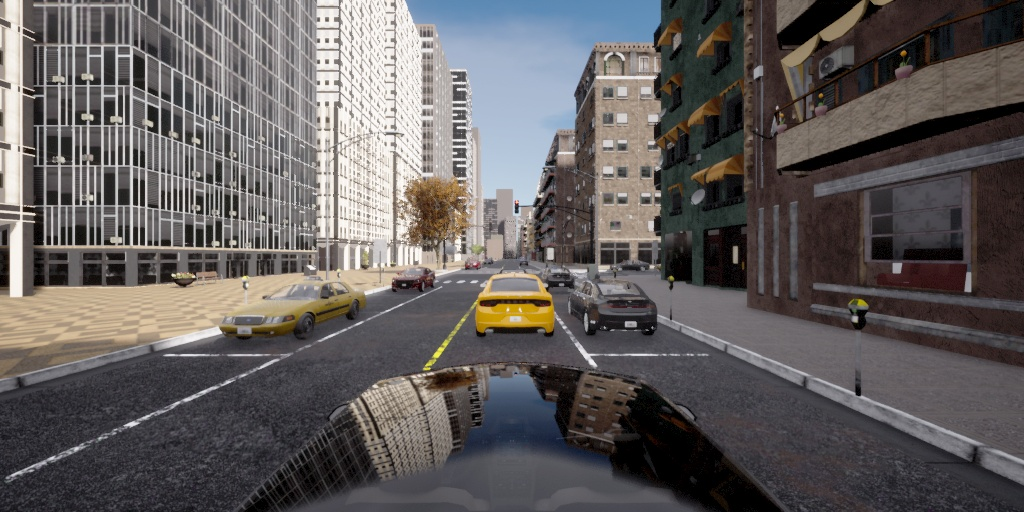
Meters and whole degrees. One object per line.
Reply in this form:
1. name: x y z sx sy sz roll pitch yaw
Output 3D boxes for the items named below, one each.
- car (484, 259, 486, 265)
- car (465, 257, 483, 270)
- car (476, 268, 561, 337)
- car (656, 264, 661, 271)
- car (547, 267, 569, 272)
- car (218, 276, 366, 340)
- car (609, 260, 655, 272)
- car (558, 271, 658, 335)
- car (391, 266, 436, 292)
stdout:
1. car: -5.832 1.357 59.202 1.948 1.339 4.313 0 0 0
2. car: -5.819 1.098 53.679 2.192 1.841 5.009 0 0 0
3. car: 0.068 1.228 10.339 1.882 1.535 5.008 0 0 0
4. car: 18.736 1.006 40.823 4.829 1.417 1.751 0 0 -1
5. car: 2.641 1.305 21.312 2.007 1.370 4.403 0 0 0
6. car: -5.712 1.276 10.057 1.751 1.417 4.829 0 0 0
7. car: 13.339 1.109 40.755 4.403 1.370 2.007 0 0 -1
8. car: 2.668 1.301 10.246 2.007 1.370 4.403 0 0 0
9. car: -5.739 1.299 21.292 1.888 1.381 4.507 0 0 0
